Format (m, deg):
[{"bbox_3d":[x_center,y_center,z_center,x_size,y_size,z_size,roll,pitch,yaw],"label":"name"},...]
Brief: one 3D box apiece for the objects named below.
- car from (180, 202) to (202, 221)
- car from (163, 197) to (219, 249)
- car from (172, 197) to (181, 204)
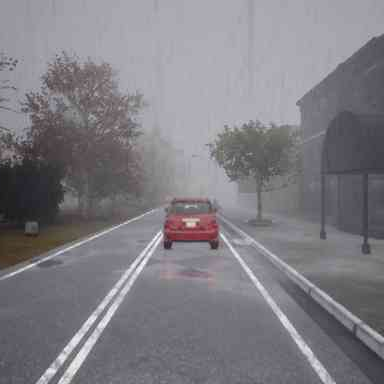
[{"bbox_3d":[-0.095,1.646,29.674,1.812,1.442,4.674,0,0,0],"label":"car"},{"bbox_3d":[-0.042,1.277,14.705,2.150,2.045,5.566,0,0,0],"label":"car"},{"bbox_3d":[-3.509,1.894,76.524,1.837,1.490,4.892,0,0,0],"label":"car"}]
